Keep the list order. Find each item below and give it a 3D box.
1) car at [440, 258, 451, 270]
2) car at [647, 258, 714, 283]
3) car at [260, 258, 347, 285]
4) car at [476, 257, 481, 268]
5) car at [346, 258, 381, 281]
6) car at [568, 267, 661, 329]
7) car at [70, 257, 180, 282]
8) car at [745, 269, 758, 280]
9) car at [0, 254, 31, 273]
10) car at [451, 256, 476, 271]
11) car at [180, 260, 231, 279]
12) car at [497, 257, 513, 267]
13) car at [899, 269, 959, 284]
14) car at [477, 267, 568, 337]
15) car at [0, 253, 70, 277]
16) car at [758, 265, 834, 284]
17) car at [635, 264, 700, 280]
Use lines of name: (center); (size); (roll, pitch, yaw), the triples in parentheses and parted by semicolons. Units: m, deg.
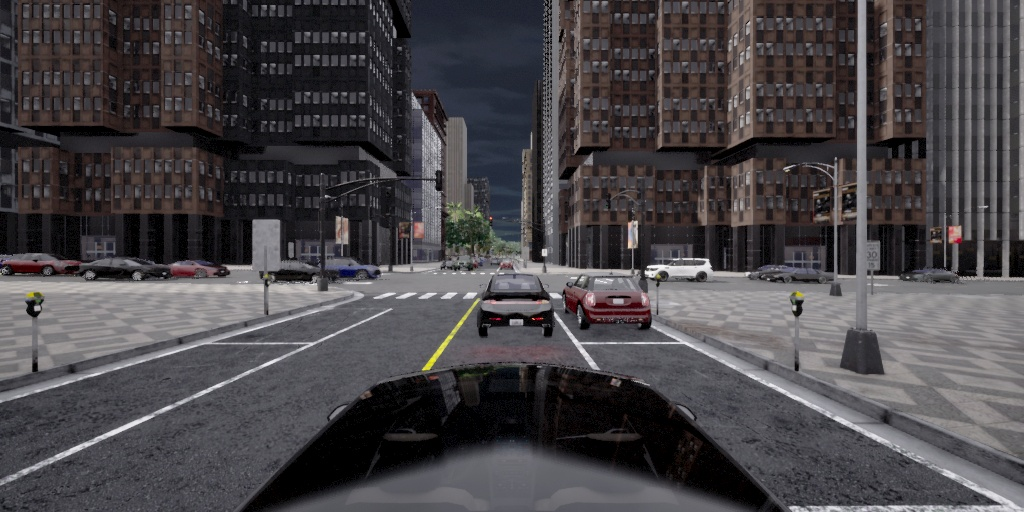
car: (-9.284, 1.323, 52.474); (1.948, 1.339, 4.313); (0, 0, -1)
car: (14.508, 1.205, 31.285); (5.566, 2.045, 2.150); (1, 0, 1)
car: (-14.184, 1.060, 24.141); (5.008, 1.535, 1.882); (1, 0, 3)
car: (-6.668, 1.251, 59.362); (1.882, 1.535, 5.008); (0, 0, 0)
car: (-12.527, 0.953, 27.615); (4.553, 1.767, 2.097); (1, 0, 0)
car: (2.734, 1.190, 11.171); (1.967, 1.591, 4.097); (0, 0, 0)
car: (-26.023, 0.894, 24.246); (5.008, 1.535, 1.882); (1, 0, 0)
car: (25.167, 1.626, 34.648); (4.902, 1.511, 2.128); (1, 0, -1)
car: (-45.102, 0.609, 30.778); (5.008, 1.535, 1.882); (0, 0, -1)
car: (-6.588, 0.973, 49.372); (2.150, 2.045, 5.566); (0, 0, 0)
car: (-24.213, 1.002, 27.520); (4.181, 1.385, 1.994); (1, 0, 0)
car: (-0.759, 1.198, 52.552); (1.967, 1.591, 4.097); (0, 0, -1)
car: (40.359, 1.920, 34.754); (4.181, 1.385, 1.994); (1, 0, 0)
car: (0.076, 1.241, 10.285); (2.128, 1.511, 4.902); (0, 0, -1)
car: (-35.587, 0.626, 27.412); (4.553, 1.767, 2.097); (1, 0, 0)
car: (25.120, 1.685, 31.397); (5.357, 1.411, 2.033); (1, 0, 0)
car: (14.906, 1.533, 34.550); (5.357, 1.411, 2.033); (1, 0, 1)
